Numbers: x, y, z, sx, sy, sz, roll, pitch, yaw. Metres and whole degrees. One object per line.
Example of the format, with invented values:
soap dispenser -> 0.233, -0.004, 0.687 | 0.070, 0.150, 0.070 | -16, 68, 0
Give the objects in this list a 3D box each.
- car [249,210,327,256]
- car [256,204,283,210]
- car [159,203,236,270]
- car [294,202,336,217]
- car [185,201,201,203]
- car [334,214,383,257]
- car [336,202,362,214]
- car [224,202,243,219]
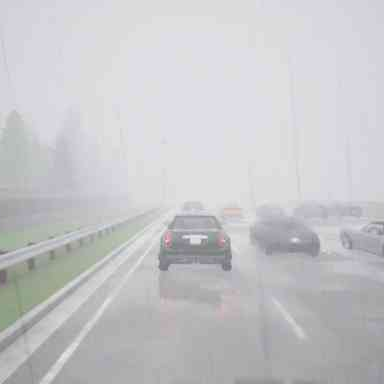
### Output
car -> 3.596, 1.646, 13.576 | 1.994, 1.385, 4.181 | 0, 0, 0
car -> 7.093, 1.747, 30.395 | 1.994, 1.385, 4.181 | 0, 0, 0
car -> 0.097, 1.420, 11.465 | 2.097, 1.767, 4.553 | 0, 0, 0
car -> 10.592, 1.672, 29.939 | 2.128, 1.511, 4.902 | 0, 0, 0
car -> 0.092, 1.525, 29.054 | 2.097, 1.767, 4.553 | 0, 0, 0
car -> 7.096, 1.673, 11.852 | 1.895, 1.301, 4.718 | 0, 0, 0
car -> 14.091, 1.667, 31.437 | 1.882, 1.535, 5.008 | 0, 0, 0
car -> 3.590, 1.665, 31.435 | 1.882, 1.535, 5.008 | 0, 0, 0
